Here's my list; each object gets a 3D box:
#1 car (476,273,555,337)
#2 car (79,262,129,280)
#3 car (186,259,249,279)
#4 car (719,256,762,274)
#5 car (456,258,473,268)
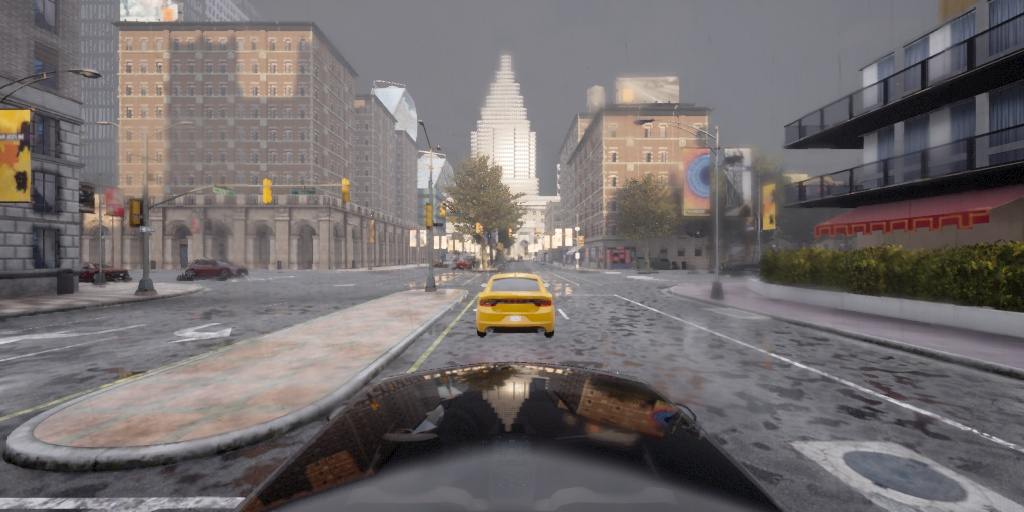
[{"bbox_3d":[0.093,1.228,10.374,1.882,1.535,5.008,0,0,0],"label":"car"},{"bbox_3d":[-33.944,1.228,28.874,5.008,1.535,1.882,0,0,0],"label":"car"},{"bbox_3d":[-26.502,1.102,32.402,4.553,1.767,2.097,0,0,0],"label":"car"},{"bbox_3d":[26.005,0.971,39.721,5.566,2.045,2.150,0,0,0],"label":"car"},{"bbox_3d":[-7.999,1.351,59.114,1.895,1.301,4.718,0,0,0],"label":"car"}]
